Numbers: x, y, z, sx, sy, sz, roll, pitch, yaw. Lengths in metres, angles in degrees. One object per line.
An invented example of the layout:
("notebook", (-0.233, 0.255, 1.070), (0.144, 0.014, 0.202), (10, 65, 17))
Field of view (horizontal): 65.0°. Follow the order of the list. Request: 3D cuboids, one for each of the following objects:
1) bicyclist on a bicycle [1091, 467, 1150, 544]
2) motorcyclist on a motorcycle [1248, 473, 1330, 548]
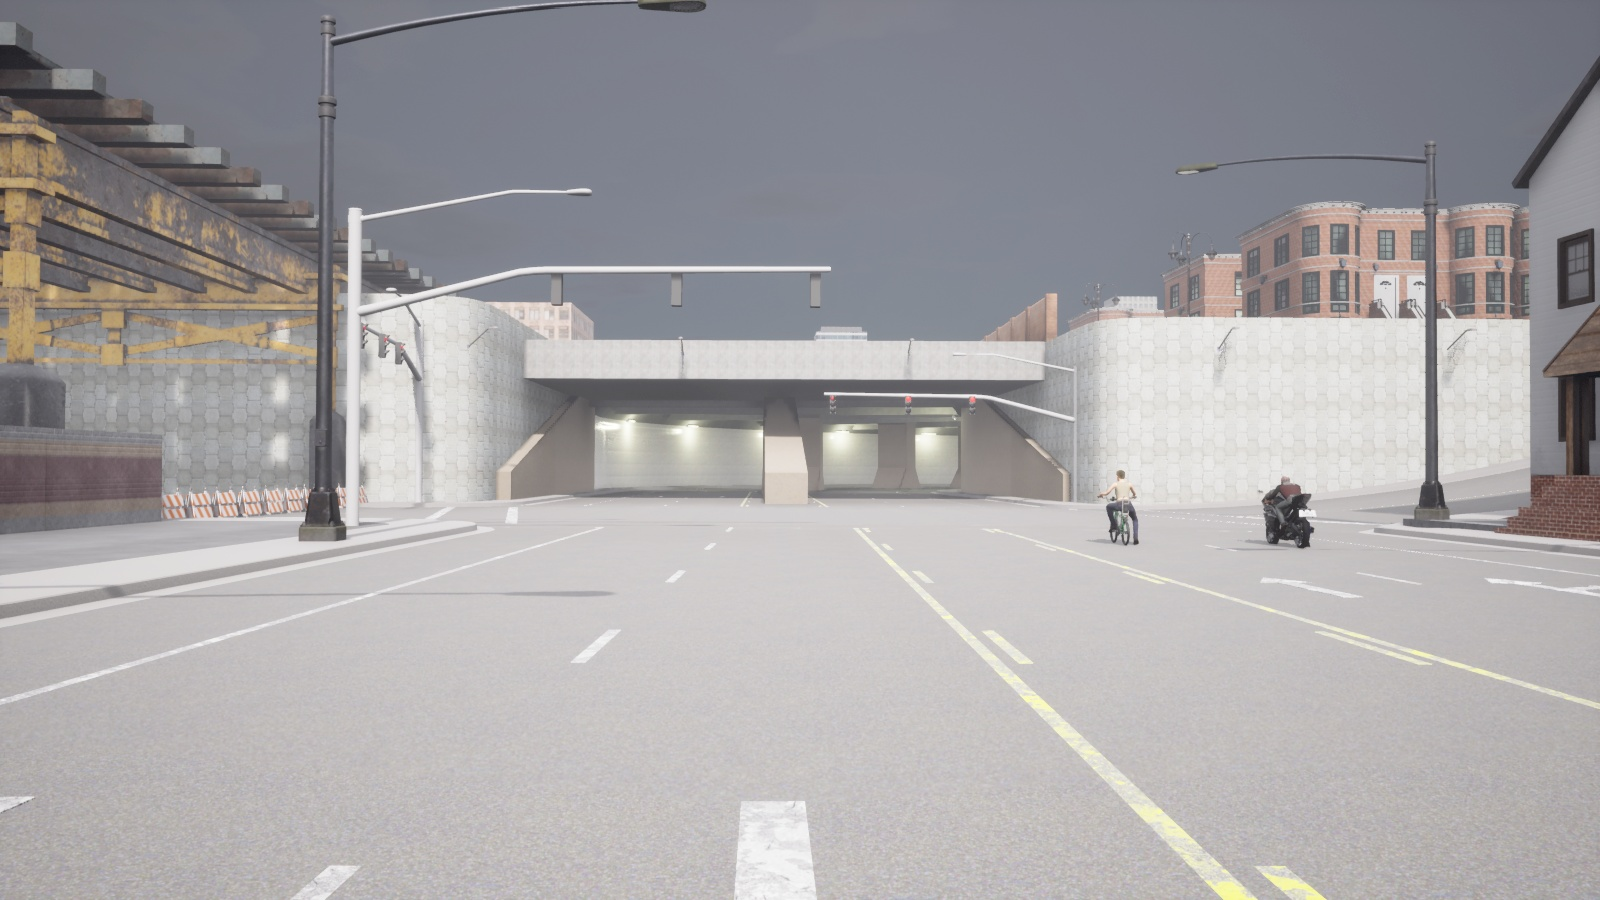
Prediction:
("bicyclist on a bicycle", (6.927, 1.179, 27.175), (0.866, 1.612, 1.509), (0, -1, -1))
("motorcyclist on a motorcycle", (10.422, 1.258, 26.851), (0.866, 1.530, 2.191), (0, -1, 0))
